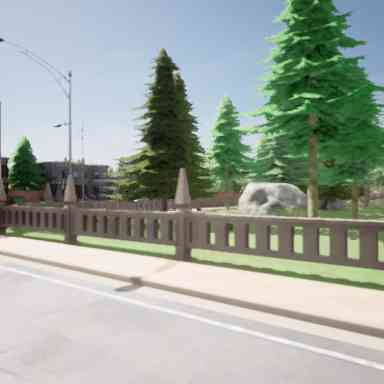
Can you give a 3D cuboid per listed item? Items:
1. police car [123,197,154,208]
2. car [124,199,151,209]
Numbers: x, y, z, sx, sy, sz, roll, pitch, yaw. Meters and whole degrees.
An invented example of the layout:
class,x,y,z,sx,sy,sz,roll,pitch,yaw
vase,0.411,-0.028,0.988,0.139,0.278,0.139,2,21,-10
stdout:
class,x,y,z,sx,sy,sz,roll,pitch,yaw
police car,-8.388,1.655,52.714,2.038,1.542,4.974,0,0,35
car,-8.132,1.644,47.089,1.837,1.490,4.892,0,-1,36
